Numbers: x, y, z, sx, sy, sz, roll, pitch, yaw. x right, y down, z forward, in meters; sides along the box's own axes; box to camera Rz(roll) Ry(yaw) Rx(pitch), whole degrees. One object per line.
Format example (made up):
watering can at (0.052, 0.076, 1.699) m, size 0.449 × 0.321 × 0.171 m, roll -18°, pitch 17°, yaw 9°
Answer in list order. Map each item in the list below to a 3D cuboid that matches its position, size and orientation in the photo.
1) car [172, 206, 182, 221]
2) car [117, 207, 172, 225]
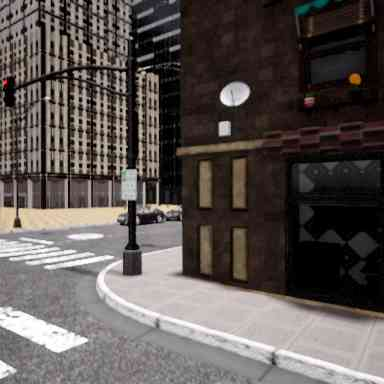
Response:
car at (-0.772, 1.925, 30.837) m, size 2.008 × 1.369 × 4.403 m, roll -1°, pitch -2°, yaw 35°
car at (-3.982, 1.844, 26.286) m, size 2.008 × 1.369 × 4.403 m, roll -1°, pitch -2°, yaw 35°
